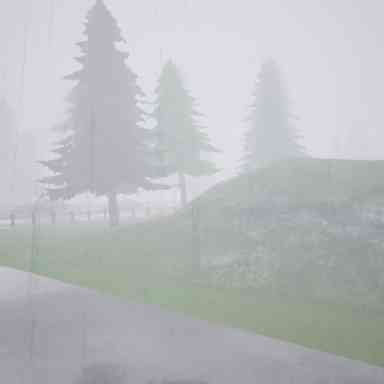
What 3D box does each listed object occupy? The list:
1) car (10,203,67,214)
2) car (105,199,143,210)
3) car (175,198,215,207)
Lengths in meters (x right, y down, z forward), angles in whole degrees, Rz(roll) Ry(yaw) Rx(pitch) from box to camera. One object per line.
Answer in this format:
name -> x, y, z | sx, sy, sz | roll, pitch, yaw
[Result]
car -> -14.201, 1.386, 31.023 | 2.128, 1.511, 4.902 | 0, 0, 44
car -> -7.571, 1.466, 37.357 | 4.181, 1.385, 1.994 | 0, 0, -40
car -> 0.484, 1.462, 43.639 | 5.357, 1.411, 2.033 | 0, 0, -35
